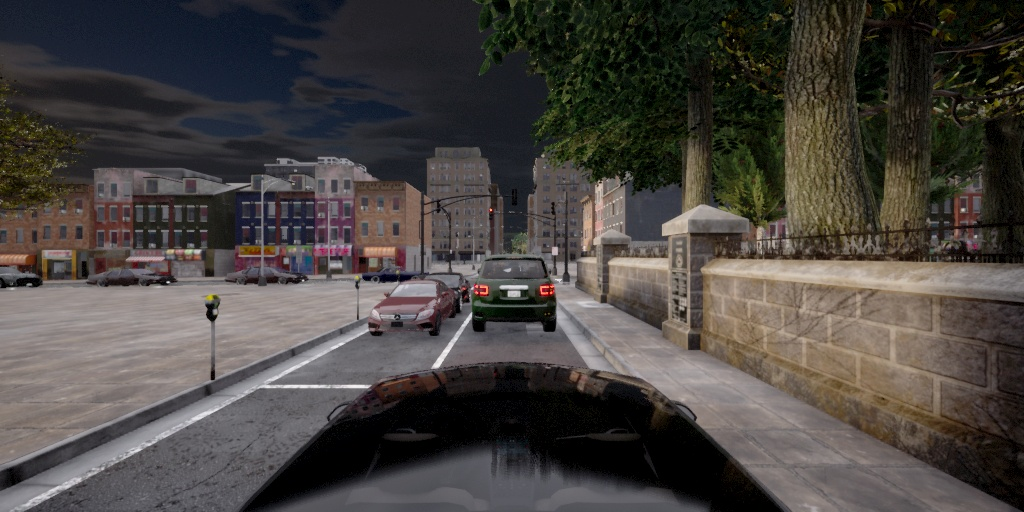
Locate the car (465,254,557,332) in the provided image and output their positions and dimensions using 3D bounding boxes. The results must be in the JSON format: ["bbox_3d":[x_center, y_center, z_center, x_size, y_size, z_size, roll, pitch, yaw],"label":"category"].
[{"bbox_3d":[0.076,0.971,10.997,2.150,2.045,5.566,0,0,1],"label":"car"}]

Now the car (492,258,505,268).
[{"bbox_3d":[-2.283,1.213,61.622,1.882,1.535,5.008,0,0,0],"label":"car"}]

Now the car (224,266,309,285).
[{"bbox_3d":[-18.318,1.482,26.866,5.357,1.411,2.033,-1,0,0],"label":"car"}]

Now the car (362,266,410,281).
[{"bbox_3d":[-8.557,1.426,26.899,4.718,1.301,1.895,-1,0,0],"label":"car"}]

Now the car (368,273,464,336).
[{"bbox_3d":[-2.638,1.331,10.318,1.802,1.307,4.207,0,0,0],"label":"car"}]

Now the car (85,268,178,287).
[{"bbox_3d":[-28.392,1.623,26.832,5.357,1.411,2.033,-1,0,0],"label":"car"}]

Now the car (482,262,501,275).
[{"bbox_3d":[-2.280,1.342,40.767,1.895,1.301,4.718,0,0,0],"label":"car"}]

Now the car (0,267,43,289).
[{"bbox_3d":[-38.351,1.597,26.818,4.553,1.767,2.097,-1,0,0],"label":"car"}]

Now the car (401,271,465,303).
[{"bbox_3d":[-2.638,1.315,13.981,1.948,1.339,4.313,0,0,0],"label":"car"}]

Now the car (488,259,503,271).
[{"bbox_3d":[-2.294,1.216,51.180,1.882,1.535,5.008,0,0,0],"label":"car"}]
